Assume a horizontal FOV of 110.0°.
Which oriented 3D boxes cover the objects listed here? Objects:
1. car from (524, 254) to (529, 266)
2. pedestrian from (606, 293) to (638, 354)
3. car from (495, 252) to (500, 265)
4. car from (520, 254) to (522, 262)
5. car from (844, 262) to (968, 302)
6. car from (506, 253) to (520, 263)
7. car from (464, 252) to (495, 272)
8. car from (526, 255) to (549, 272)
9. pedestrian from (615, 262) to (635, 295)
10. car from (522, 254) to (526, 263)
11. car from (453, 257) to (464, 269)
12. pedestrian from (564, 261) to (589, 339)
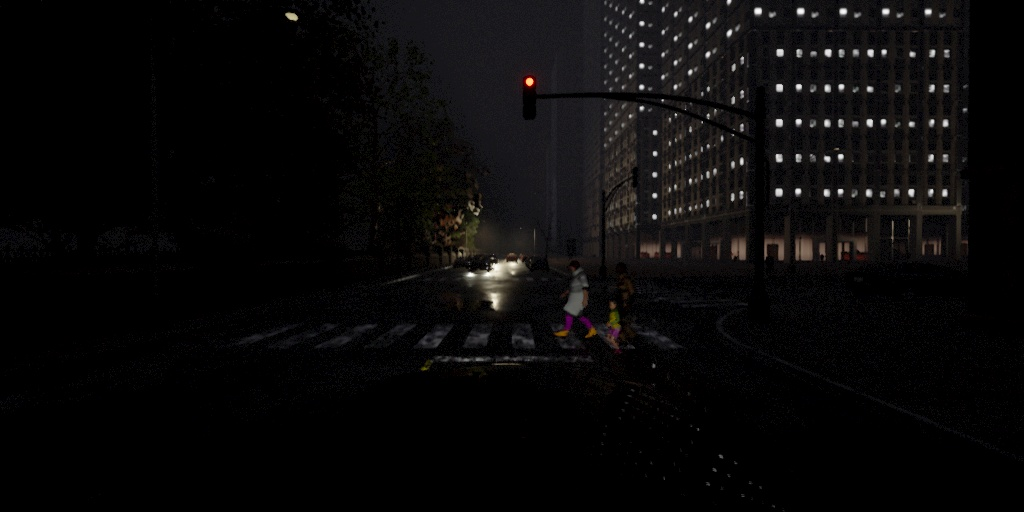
[{"bbox_3d":[2.678,0.766,41.276,1.948,1.339,4.313,0,0,0],"label":"car"},{"bbox_3d":[2.047,1.349,6.958,0.500,1.100,0.500,0,1,0],"label":"pedestrian"},{"bbox_3d":[-3.086,0.559,52.279,1.837,1.490,4.892,0,0,0],"label":"car"},{"bbox_3d":[2.672,0.446,63.804,1.888,1.381,4.507,0,0,0],"label":"car"},{"bbox_3d":[14.681,0.863,13.062,4.313,1.339,1.948,0,0,0],"label":"car"},{"bbox_3d":[-0.017,0.401,62.083,1.882,1.535,5.008,0,1,0],"label":"car"},{"bbox_3d":[-3.102,0.633,35.345,2.097,1.767,4.553,0,1,0],"label":"car"},{"bbox_3d":[2.679,0.843,35.644,1.948,1.339,4.313,0,0,0],"label":"car"},{"bbox_3d":[2.354,0.959,7.590,0.375,1.860,0.375,0,1,0],"label":"pedestrian"},{"bbox_3d":[2.676,0.690,46.908,1.948,1.339,4.313,0,0,0],"label":"car"},{"bbox_3d":[-5.703,0.782,41.273,1.802,1.307,4.207,0,0,0],"label":"car"},{"bbox_3d":[1.473,0.950,8.189,0.375,1.860,0.375,0,1,0],"label":"pedestrian"}]
